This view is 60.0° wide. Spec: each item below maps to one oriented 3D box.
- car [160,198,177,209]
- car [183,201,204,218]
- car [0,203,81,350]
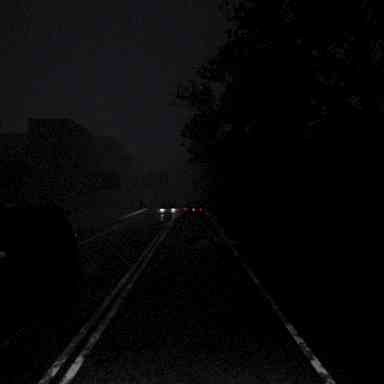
[{"bbox_3d":[-3.277,1.537,46.313,1.812,1.442,4.674,0,0,0],"label":"car"},{"bbox_3d":[0.137,1.560,30.834,2.033,1.411,5.357,0,0,0],"label":"car"},{"bbox_3d":[-3.348,1.222,4.621,2.150,2.045,5.566,0,0,0],"label":"car"}]
